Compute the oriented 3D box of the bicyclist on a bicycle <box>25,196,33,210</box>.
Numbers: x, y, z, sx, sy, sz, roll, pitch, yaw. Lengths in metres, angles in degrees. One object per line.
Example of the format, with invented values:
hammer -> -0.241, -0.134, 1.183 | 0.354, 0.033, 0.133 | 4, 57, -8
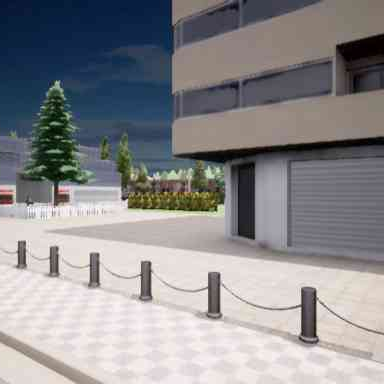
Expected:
bicyclist on a bicycle -> -16.475, 1.275, 33.632 | 1.656, 1.620, 0.582 | 0, 0, 36
